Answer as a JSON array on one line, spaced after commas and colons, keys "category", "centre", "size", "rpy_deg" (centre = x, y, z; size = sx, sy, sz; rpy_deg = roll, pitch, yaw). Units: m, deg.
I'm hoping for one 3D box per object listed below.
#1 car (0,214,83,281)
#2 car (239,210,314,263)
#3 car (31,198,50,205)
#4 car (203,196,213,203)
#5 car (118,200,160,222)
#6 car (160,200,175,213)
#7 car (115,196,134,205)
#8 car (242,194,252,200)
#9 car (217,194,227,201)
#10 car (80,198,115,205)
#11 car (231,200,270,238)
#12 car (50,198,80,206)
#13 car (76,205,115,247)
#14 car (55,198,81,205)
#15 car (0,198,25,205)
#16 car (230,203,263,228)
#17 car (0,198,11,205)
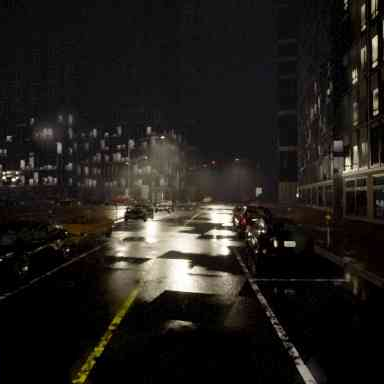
[{"category": "car", "centre": [-5.118, 1.574, 9.960], "size": [1.947, 1.339, 4.313], "rpy_deg": [1, 0, 2]}, {"category": "car", "centre": [2.980, 1.570, 11.890], "size": [1.947, 1.339, 4.313], "rpy_deg": [1, 0, 2]}, {"category": "car", "centre": [-29.508, 1.890, 65.931], "size": [4.829, 1.417, 1.752], "rpy_deg": [0, -1, 15]}, {"category": "car", "centre": [3.591, 1.671, 73.794], "size": [1.752, 1.417, 4.829], "rpy_deg": [1, 0, 14]}, {"category": "car", "centre": [-4.118, 1.576, 26.383], "size": [2.008, 1.369, 4.403], "rpy_deg": [1, 0, 5]}, {"category": "car", "centre": [-2.988, 1.593, 37.140], "size": [2.008, 1.369, 4.403], "rpy_deg": [1, 0, 7]}, {"category": "car", "centre": [-13.160, 1.571, 61.446], "size": [5.009, 1.841, 2.192], "rpy_deg": [0, -1, 15]}, {"category": "car", "centre": [12.592, 1.436, 76.034], "size": [2.192, 1.841, 5.009], "rpy_deg": [1, 0, 15]}, {"category": "car", "centre": [8.153, 1.525, 89.883], "size": [2.192, 1.841, 5.009], "rpy_deg": [1, 0, 16]}, {"category": "car", "centre": [-15.240, 1.672, 53.842], "size": [4.313, 1.339, 1.947], "rpy_deg": [0, -1, 15]}, {"category": "car", "centre": [3.273, 1.448, 17.570], "size": [1.967, 1.590, 4.097], "rpy_deg": [1, 0, 4]}, {"category": "car", "centre": [-20.632, 1.692, 55.322], "size": [4.403, 1.369, 2.008], "rpy_deg": [0, -1, 15]}, {"category": "car", "centre": [-4.886, 1.539, 15.284], "size": [1.752, 1.417, 4.829], "rpy_deg": [1, 0, 3]}, {"category": "car", "centre": [-23.950, 1.879, 64.404], "size": [4.403, 1.369, 2.008], "rpy_deg": [0, -1, 15]}, {"category": "car", "centre": [-31.417, 1.764, 58.284], "size": [4.403, 1.369, 2.008], "rpy_deg": [0, -1, 15]}, {"category": "car", "centre": [3.662, 1.555, 23.200], "size": [1.887, 1.381, 4.507], "rpy_deg": [1, 0, 5]}, {"category": "car", "centre": [-40.134, 1.985, 68.848], "size": [4.403, 1.369, 2.008], "rpy_deg": [0, -1, 15]}]
